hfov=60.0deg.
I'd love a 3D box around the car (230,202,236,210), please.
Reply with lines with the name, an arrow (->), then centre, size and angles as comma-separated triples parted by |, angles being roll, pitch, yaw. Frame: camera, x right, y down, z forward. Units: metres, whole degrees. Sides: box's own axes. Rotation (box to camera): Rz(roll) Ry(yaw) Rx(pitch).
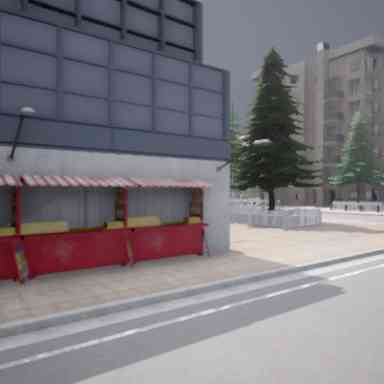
car -> 3.327, 1.502, 40.341 | 2.128, 1.511, 4.902 | 0, 0, -36
